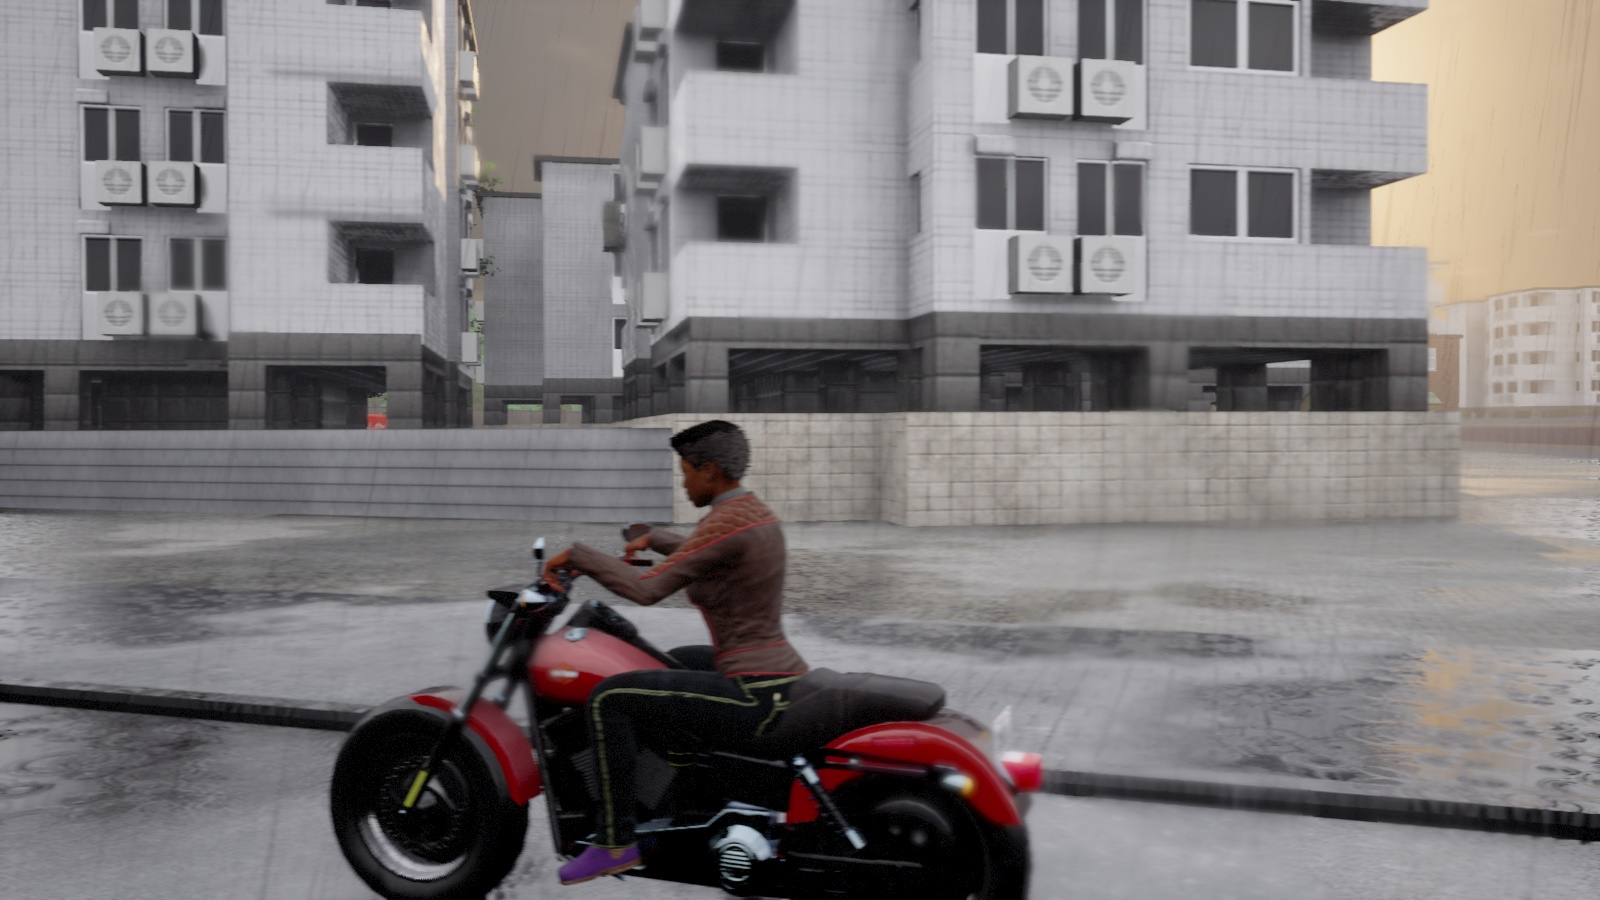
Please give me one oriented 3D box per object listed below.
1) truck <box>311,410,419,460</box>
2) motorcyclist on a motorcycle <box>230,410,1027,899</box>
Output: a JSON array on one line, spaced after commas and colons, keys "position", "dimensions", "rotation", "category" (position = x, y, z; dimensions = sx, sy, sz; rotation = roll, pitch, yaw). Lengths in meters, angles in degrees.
[{"position": [-22.540, -0.791, 65.320], "dimensions": [2.627, 2.467, 5.204], "rotation": [1, 1, 19], "category": "truck"}, {"position": [-0.537, 0.712, 3.902], "dimensions": [2.350, 1.649, 0.766], "rotation": [0, 1, 19], "category": "motorcyclist on a motorcycle"}]
